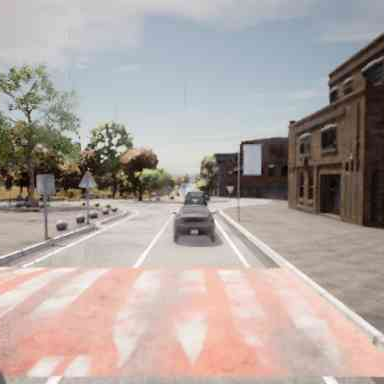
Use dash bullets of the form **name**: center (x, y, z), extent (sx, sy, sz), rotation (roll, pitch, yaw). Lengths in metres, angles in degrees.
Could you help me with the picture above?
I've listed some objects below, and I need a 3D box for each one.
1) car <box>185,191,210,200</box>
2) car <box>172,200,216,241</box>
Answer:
- **car**: center (0.484, 0.926, 32.303), extent (2.150, 2.045, 5.566), rotation (0, 0, 4)
- **car**: center (0.099, 1.365, 15.911), extent (1.837, 1.490, 4.892), rotation (0, 0, 0)
